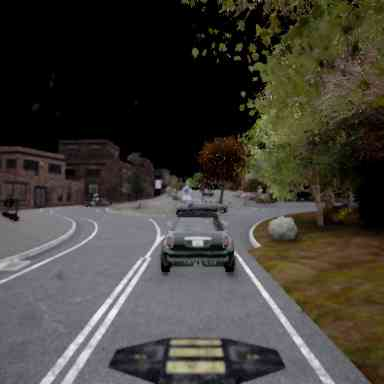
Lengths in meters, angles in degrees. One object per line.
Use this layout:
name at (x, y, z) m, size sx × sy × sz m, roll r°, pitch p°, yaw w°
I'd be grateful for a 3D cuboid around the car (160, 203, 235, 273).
car at (0.182, 1.408, 11.103) m, size 2.097 × 1.767 × 4.553 m, roll 0°, pitch 0°, yaw 1°

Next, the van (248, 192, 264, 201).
van at (18.340, 1.540, 91.096) m, size 4.442 × 1.987 × 1.878 m, roll 0°, pitch 1°, yaw 1°

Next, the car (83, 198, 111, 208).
car at (-13.290, 1.490, 46.910) m, size 1.994 × 1.385 × 4.181 m, roll -1°, pitch -1°, yaw 25°
